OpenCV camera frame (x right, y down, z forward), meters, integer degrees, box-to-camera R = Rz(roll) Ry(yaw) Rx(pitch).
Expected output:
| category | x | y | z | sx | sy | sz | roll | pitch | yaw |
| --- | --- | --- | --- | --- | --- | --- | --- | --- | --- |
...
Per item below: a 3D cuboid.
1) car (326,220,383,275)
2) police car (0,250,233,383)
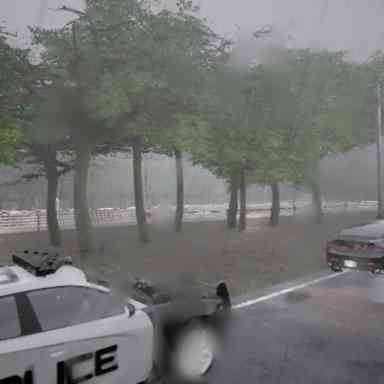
| category | x | y | z | sx | sy | sz | roll | pitch | yaw |
| --- | --- | --- | --- | --- | --- | --- | --- | --- | --- |
| car | 5.940 | 1.622 | 10.212 | 4.892 | 1.490 | 1.837 | 0 | -1 | -41 |
| police car | -1.672 | 1.537 | 3.869 | 5.238 | 1.638 | 1.930 | 0 | -1 | -39 |
